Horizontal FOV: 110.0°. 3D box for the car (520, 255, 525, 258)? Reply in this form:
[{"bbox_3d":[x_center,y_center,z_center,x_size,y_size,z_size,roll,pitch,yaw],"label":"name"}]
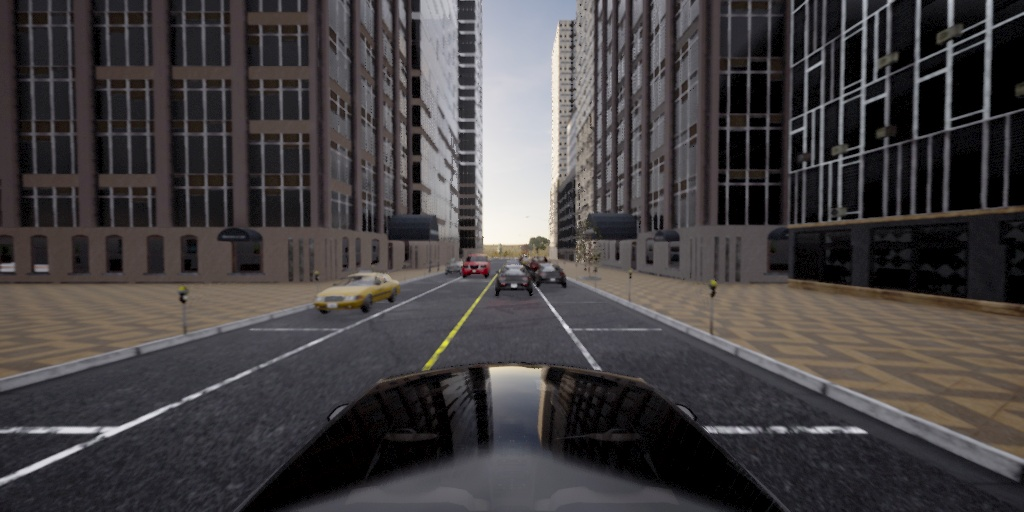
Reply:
[{"bbox_3d":[2.687,1.003,65.097,1.751,1.417,4.829,0,0,0],"label":"car"}]

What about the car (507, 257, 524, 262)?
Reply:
[{"bbox_3d":[0.096,1.157,37.700,2.033,1.411,5.357,0,0,0],"label":"car"}]

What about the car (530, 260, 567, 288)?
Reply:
[{"bbox_3d":[2.350,1.195,22.983,1.812,1.442,4.674,0,0,0],"label":"car"}]

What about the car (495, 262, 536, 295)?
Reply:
[{"bbox_3d":[0.097,1.210,19.048,1.812,1.442,4.674,0,0,0],"label":"car"}]

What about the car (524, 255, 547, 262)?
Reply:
[{"bbox_3d":[2.689,0.929,36.552,2.192,1.841,5.009,0,0,0],"label":"car"}]

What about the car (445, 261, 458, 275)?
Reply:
[{"bbox_3d":[-5.693,1.165,36.609,2.007,1.370,4.403,0,0,0],"label":"car"}]

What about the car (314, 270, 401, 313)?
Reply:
[{"bbox_3d":[-5.676,1.229,13.743,1.751,1.417,4.829,0,0,0],"label":"car"}]

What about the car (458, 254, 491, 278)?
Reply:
[{"bbox_3d":[-3.097,0.854,31.978,2.150,2.045,5.566,0,0,0],"label":"car"}]
